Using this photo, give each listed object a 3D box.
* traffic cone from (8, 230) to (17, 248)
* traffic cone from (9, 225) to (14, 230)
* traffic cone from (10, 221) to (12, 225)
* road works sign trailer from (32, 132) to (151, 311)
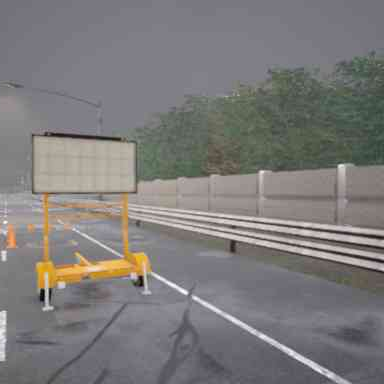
[{"bbox_3d":[-7.233,1.938,13.411,0.340,0.580,0.340,0,0,-29],"label":"traffic cone"},{"bbox_3d":[-8.203,1.937,15.160,0.340,0.580,0.340,0,0,-29],"label":"traffic cone"},{"bbox_3d":[-9.174,1.937,16.909,0.340,0.580,0.340,0,0,-29],"label":"traffic cone"},{"bbox_3d":[-2.542,0.444,8.007,2.380,3.560,2.880,0,0,-29],"label":"road works sign trailer"}]
